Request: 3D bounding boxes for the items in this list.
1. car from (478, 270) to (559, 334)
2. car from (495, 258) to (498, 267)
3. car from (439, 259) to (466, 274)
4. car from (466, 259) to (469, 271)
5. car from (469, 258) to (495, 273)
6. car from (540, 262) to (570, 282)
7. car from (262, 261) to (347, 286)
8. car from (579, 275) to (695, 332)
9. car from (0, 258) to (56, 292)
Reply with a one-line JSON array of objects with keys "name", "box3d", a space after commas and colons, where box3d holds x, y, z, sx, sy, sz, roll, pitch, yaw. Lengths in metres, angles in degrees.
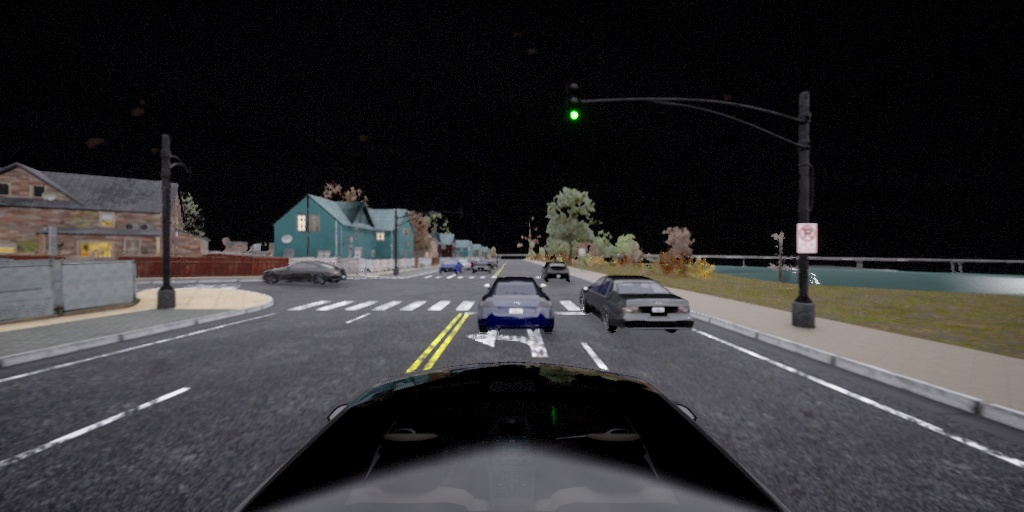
[{"name": "car", "box3d": [0.096, 1.287, 10.601, 1.994, 1.385, 4.181, 0, 0, 0]}, {"name": "car", "box3d": [-3.326, 1.243, 50.198, 1.895, 1.301, 4.718, 0, 0, 0]}, {"name": "car", "box3d": [-6.593, 1.138, 39.115, 1.882, 1.535, 5.008, 0, 0, 0]}, {"name": "car", "box3d": [-6.582, 1.171, 48.301, 1.812, 1.442, 4.674, 0, 0, 0]}, {"name": "car", "box3d": [-3.334, 1.222, 40.379, 1.994, 1.385, 4.181, 0, 0, 0]}, {"name": "car", "box3d": [3.346, 1.187, 28.192, 1.837, 1.490, 4.892, 0, 0, 0]}, {"name": "car", "box3d": [-12.587, 1.027, 21.905, 4.674, 1.442, 1.812, 2, 0, 0]}, {"name": "car", "box3d": [3.350, 1.271, 10.721, 2.033, 1.411, 5.357, 0, 0, 0]}, {"name": "car", "box3d": [-21.027, 0.812, 14.774, 4.902, 1.511, 2.128, 1, 0, -35]}]
